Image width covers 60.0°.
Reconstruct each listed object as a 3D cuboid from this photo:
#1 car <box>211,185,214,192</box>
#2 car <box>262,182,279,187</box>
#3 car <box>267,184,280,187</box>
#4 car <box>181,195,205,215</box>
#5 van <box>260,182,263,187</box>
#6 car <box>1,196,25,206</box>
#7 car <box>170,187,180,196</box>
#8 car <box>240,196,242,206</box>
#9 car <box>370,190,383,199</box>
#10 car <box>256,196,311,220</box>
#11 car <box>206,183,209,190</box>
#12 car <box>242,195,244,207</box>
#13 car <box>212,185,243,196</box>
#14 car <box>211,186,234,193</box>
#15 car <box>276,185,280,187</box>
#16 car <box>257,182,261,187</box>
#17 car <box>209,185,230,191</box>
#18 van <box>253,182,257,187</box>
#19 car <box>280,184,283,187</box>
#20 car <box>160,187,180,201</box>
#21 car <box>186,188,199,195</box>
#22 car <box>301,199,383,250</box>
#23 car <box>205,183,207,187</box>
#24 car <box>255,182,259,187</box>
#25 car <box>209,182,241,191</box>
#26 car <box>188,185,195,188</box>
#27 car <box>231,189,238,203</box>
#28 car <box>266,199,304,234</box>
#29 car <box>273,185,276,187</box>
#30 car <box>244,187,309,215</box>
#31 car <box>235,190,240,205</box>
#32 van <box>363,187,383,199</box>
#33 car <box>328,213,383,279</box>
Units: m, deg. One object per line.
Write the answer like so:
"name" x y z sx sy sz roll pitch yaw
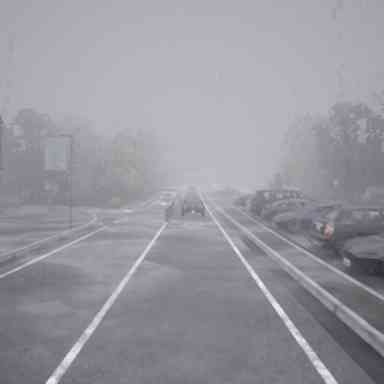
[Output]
"car" 6.772 -0.162 66.555 5.008 1.535 2.097 0 3 0
"car" 19.958 -0.961 77.503 5.566 2.045 2.435 0 3 0
"car" 19.703 -0.440 71.984 5.366 1.575 1.946 0 3 0
"car" 0.076 1.201 28.193 1.895 1.301 4.718 0 1 0
"van" 20.089 -1.213 83.160 4.442 1.987 1.878 0 3 0
"car" -23.634 1.169 42.428 4.718 1.301 1.895 0 -1 26
"car" -3.317 -0.157 65.208 1.812 1.442 4.674 0 3 0
"car" 6.769 0.768 28.399 4.553 1.767 2.185 0 2 0
"car" 19.845 0.807 31.273 4.674 1.452 2.002 0 2 0
"car" 6.662 1.194 20.048 4.892 1.521 2.231 0 2 0
"car" 6.665 -0.713 77.647 5.366 1.575 1.946 0 3 0
"car" 6.709 1.003 25.628 5.008 1.535 2.097 0 2 0
"car" 6.717 0.005 63.784 4.792 1.488 2.163 0 3 0
"car" 6.836 -0.572 74.873 4.892 1.521 2.231 0 3 0
"car" 19.817 -0.134 66.451 4.792 1.488 2.163 0 3 0
"car" 20.022 -1.088 85.941 4.792 1.488 2.163 0 3 0
"car" 7.099 -1.115 85.960 5.366 1.575 1.946 0 3 0
"van" 19.926 -1.580 91.317 4.442 1.987 1.878 0 2 0
"car" 19.858 -0.159 63.801 4.553 1.767 2.185 0 3 0
"car" -3.377 0.253 49.225 2.150 2.045 5.566 0 3 0
"car" 0.059 0.638 46.597 2.128 1.511 4.902 0 2 0
"car" 6.567 1.273 11.687 4.553 1.767 2.185 0 1 0
"car" 6.708 -0.990 83.313 5.366 1.575 1.946 0 3 0
"car" 20.042 -1.207 88.578 4.792 1.488 2.163 0 2 0
"car" 6.816 -0.550 69.315 5.566 2.045 2.435 0 3 0
"car" -0.039 -0.939 82.345 1.837 1.490 4.892 0 2 0
"car" 6.755 0.690 33.971 4.792 1.488 2.163 0 2 0
"car" 6.616 1.303 17.271 4.792 1.488 2.163 0 1 0
"car" 19.864 -0.260 69.218 4.674 1.452 2.002 0 3 0
"car" 6.720 0.851 22.827 5.566 2.045 2.435 0 2 0
"car" 6.791 0.807 31.189 4.792 1.488 2.163 0 2 0
"van" 19.738 0.431 33.934 4.442 1.987 1.878 -1 2 0
"car" 6.545 1.478 8.903 4.792 1.488 2.163 0 1 0
